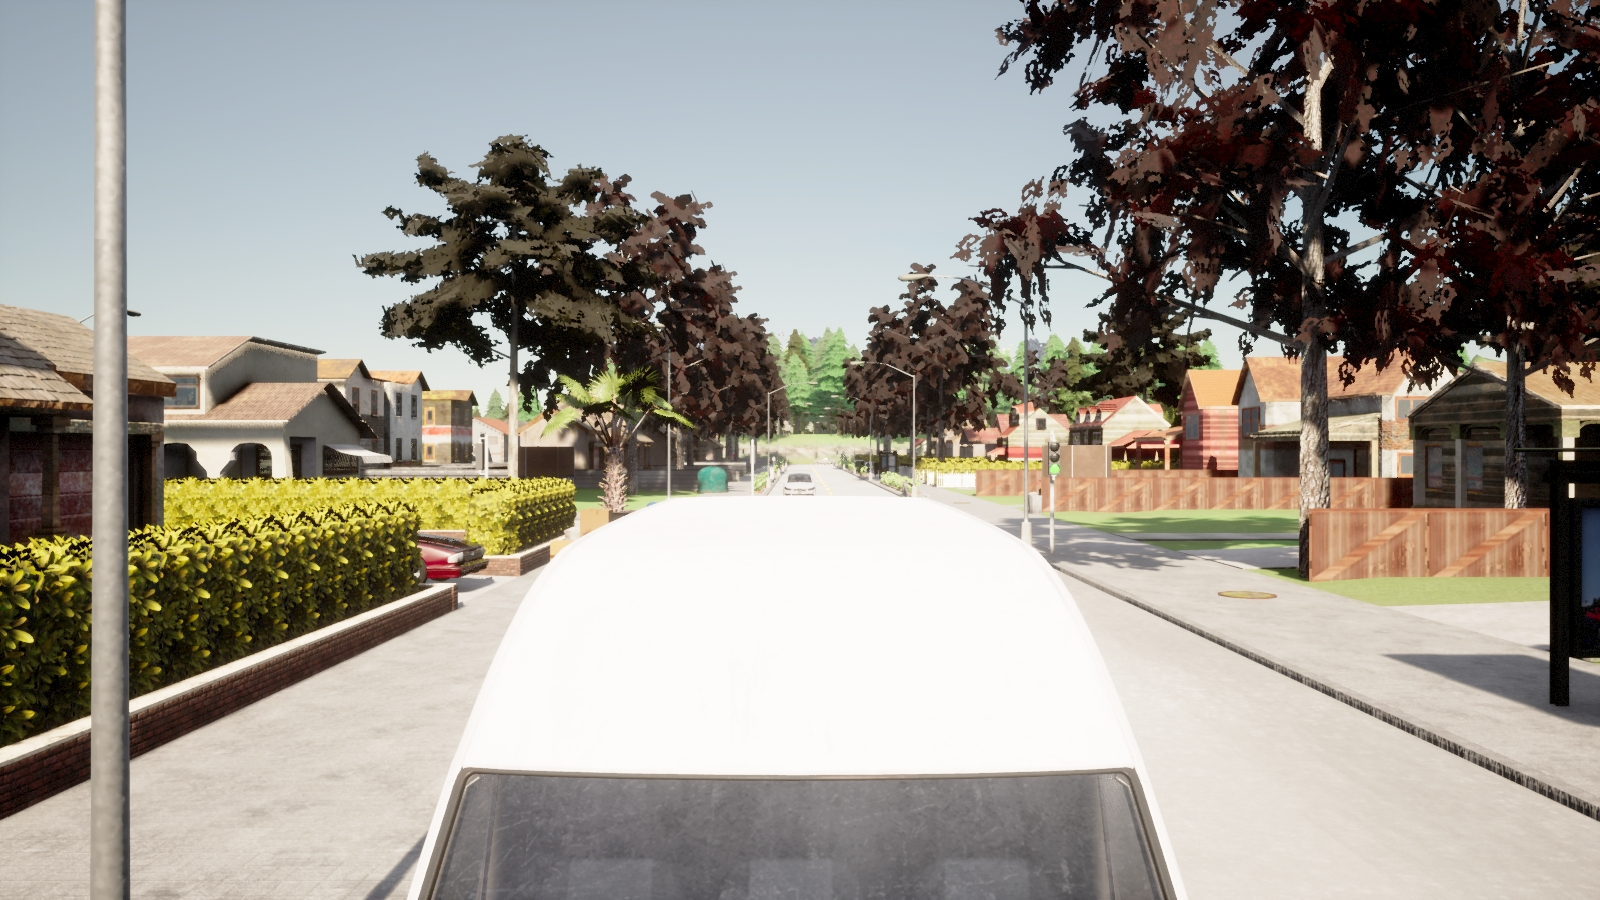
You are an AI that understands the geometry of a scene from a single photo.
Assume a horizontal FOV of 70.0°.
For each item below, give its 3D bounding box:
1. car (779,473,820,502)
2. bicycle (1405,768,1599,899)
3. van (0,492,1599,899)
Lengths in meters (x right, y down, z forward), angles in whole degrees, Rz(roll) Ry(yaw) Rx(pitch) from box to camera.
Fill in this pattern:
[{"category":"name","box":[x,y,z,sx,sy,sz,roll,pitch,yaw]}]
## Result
[{"category":"car","box":[-0.024,2.087,64.511,2.231,1.480,4.892,0,0,0]},{"category":"bicycle","box":[2.687,2.062,3.843,0.329,1.471,1.835,0,0,0]},{"category":"van","box":[0.002,1.537,4.030,1.988,2.561,5.915,0,0,0]}]
